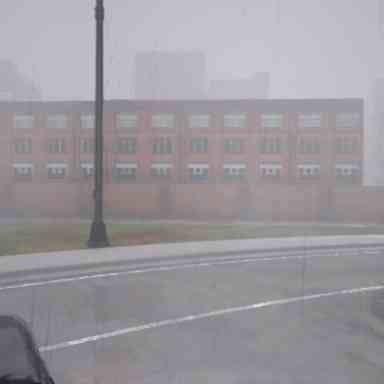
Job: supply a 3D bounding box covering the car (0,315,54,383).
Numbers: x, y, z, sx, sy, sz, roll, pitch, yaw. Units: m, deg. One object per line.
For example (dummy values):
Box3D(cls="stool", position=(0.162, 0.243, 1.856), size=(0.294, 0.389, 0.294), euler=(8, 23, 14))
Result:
Box3D(cls="car", position=(-3.431, 1.505, 1.419), size=(5.357, 1.411, 2.033), euler=(0, 1, -35))
